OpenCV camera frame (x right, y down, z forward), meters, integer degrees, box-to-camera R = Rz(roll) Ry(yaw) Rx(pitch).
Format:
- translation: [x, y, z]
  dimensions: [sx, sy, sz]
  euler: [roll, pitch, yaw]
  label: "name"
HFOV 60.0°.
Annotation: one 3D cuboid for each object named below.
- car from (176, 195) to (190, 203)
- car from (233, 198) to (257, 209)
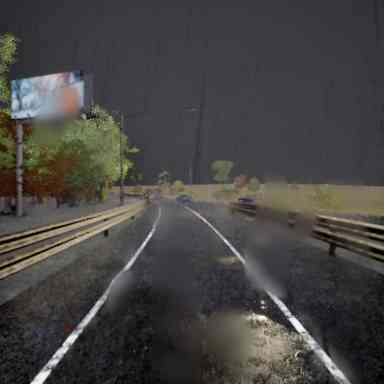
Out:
- translation: [-1.967, 1.318, 69.025]
  dimensions: [2.097, 1.767, 4.553]
  euler: [0, 0, -16]
  label: "car"
- translation: [6.297, 1.439, 40.184]
  dimensions: [1.812, 1.442, 4.674]
  euler: [0, 0, -16]
  label: "car"
